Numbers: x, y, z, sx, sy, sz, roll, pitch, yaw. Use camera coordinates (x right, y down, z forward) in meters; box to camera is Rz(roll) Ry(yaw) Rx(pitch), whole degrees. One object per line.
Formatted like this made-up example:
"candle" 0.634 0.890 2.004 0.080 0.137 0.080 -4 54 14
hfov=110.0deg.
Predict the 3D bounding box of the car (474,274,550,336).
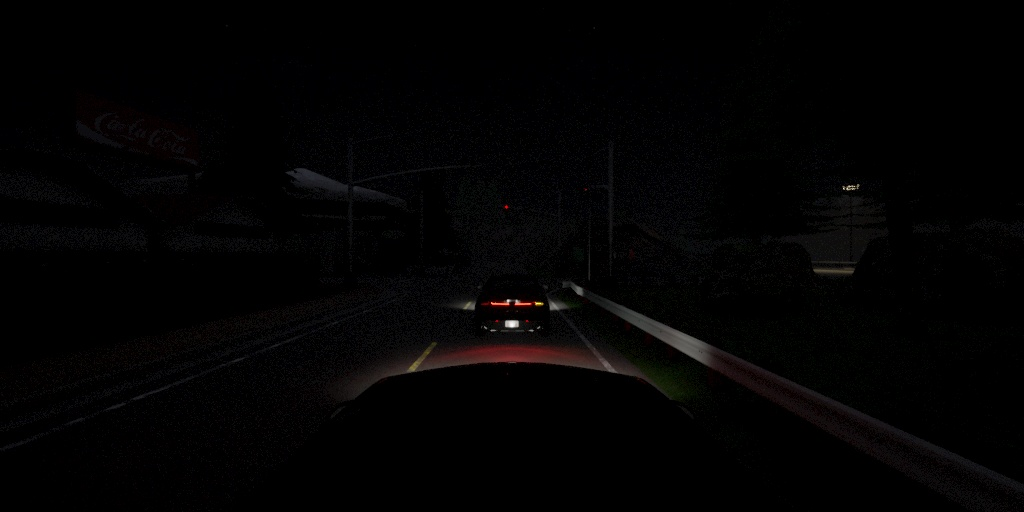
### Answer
"car" 0.018 1.255 10.350 1.837 1.490 4.892 0 0 0
